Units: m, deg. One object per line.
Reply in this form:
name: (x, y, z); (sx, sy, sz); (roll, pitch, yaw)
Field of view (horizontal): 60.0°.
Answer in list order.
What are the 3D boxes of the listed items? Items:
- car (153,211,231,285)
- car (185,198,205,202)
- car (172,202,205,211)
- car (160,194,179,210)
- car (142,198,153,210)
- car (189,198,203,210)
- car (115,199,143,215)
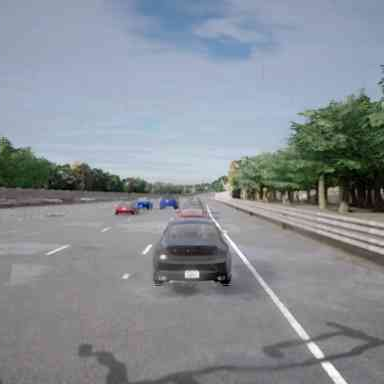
car: (0.001, 1.501, 9.469); (1.837, 1.490, 4.892); (0, 0, 0)
car: (0.067, 1.525, 29.290); (1.837, 1.490, 4.892); (0, 0, 1)
car: (0.001, 1.539, 19.437); (1.812, 1.442, 4.674); (0, 0, 0)
car: (-2.960, 1.324, 44.216); (2.150, 2.045, 5.566); (0, 0, 3)
car: (-6.431, 1.601, 44.895); (1.882, 1.535, 5.008); (0, 0, 2)
car: (0.599, 1.616, 45.595); (1.812, 1.442, 4.674); (0, 0, 2)
car: (-6.720, 1.642, 34.891); (1.994, 1.385, 4.181); (0, 0, -1)
